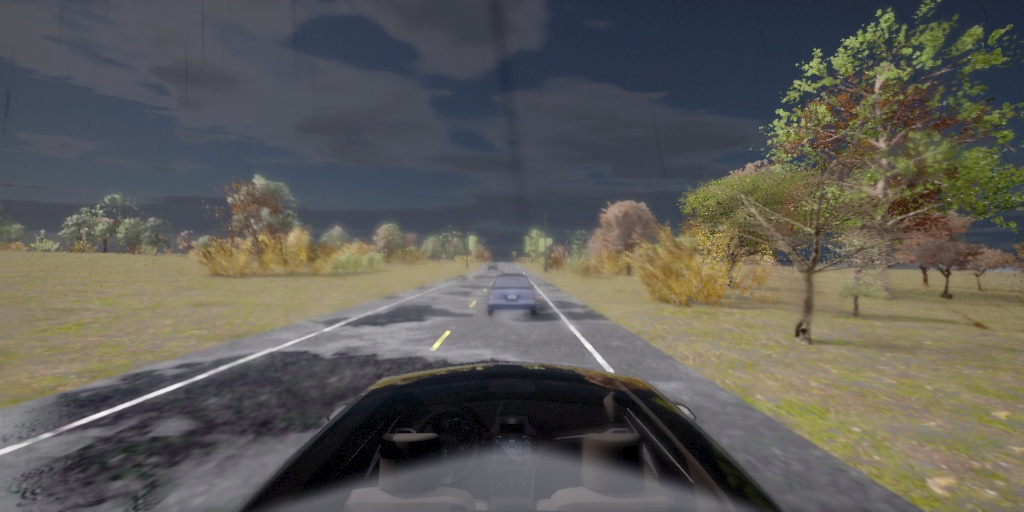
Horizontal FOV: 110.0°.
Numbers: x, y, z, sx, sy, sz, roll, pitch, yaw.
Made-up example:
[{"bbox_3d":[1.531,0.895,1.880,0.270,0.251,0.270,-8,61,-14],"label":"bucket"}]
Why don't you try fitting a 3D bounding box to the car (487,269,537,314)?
[{"bbox_3d":[0.009,1.432,14.386,2.033,1.411,5.357,0,-1,0],"label":"car"}]
